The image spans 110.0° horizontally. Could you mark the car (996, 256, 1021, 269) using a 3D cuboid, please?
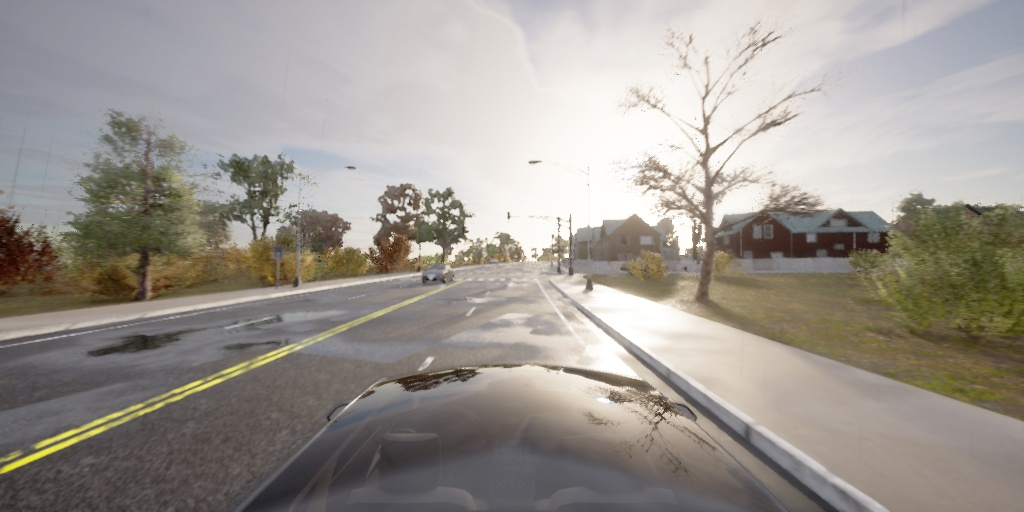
[{"bbox_3d":[48.912,0.602,34.273,4.902,1.511,2.128,-1,-2,9],"label":"car"}]

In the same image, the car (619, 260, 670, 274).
[{"bbox_3d":[13.730,1.136,37.239,4.902,1.511,2.128,-1,-2,9],"label":"car"}]

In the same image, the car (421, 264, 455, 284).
[{"bbox_3d":[-5.971,1.427,29.357,2.128,1.511,4.902,0,-1,3],"label":"car"}]

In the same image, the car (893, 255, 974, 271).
[{"bbox_3d":[38.930,0.406,33.126,5.566,2.045,2.150,-1,-2,9],"label":"car"}]
